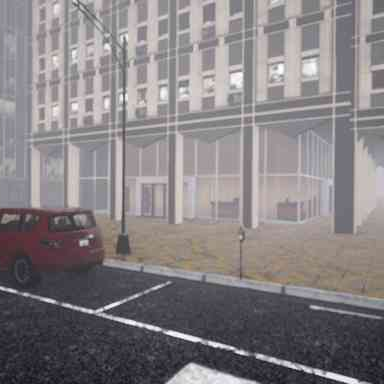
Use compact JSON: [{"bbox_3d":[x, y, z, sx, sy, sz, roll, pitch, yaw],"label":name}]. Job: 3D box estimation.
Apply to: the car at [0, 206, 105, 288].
[{"bbox_3d":[-4.660,1.313,9.283,5.009,1.841,2.192,0,1,31],"label":"car"}]
